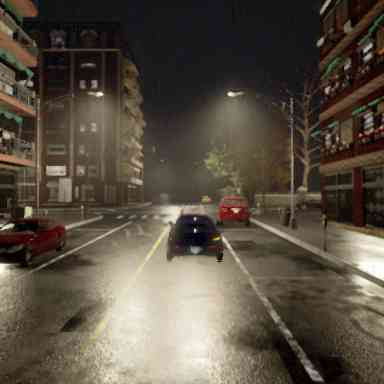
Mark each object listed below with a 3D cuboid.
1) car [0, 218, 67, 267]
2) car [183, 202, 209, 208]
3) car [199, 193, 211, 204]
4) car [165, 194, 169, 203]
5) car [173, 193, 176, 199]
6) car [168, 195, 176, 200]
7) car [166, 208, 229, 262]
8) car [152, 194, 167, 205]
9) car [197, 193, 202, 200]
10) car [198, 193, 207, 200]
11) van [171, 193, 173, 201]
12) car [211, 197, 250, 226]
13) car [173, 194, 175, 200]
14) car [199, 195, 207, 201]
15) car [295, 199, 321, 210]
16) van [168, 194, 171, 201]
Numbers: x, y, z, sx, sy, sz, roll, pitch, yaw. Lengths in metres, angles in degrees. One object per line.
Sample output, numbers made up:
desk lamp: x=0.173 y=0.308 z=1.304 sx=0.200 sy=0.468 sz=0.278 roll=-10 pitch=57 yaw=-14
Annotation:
car: x=-5.643 y=1.564 z=11.367 sx=1.802 sy=1.307 sz=4.206 roll=1 pitch=0 yaw=0
car: x=0.102 y=1.566 z=22.609 sx=1.895 sy=1.301 sz=4.718 roll=0 pitch=0 yaw=0
car: x=2.709 y=1.444 z=60.996 sx=1.752 sy=1.417 sz=4.829 roll=1 pitch=0 yaw=0
car: x=-5.671 y=1.501 z=60.832 sx=1.802 sy=1.307 sz=4.206 roll=1 pitch=0 yaw=0
car: x=-5.669 y=1.449 z=82.987 sx=2.008 sy=1.369 sz=4.403 roll=1 pitch=0 yaw=0
car: x=-5.668 y=1.441 z=94.064 sx=2.008 sy=1.369 sz=4.403 roll=1 pitch=0 yaw=0
car: x=0.101 y=1.506 z=11.988 sx=1.812 sy=1.442 sz=4.674 roll=0 pitch=0 yaw=0
car: x=-5.672 y=1.507 z=55.295 sx=1.802 sy=1.307 sz=4.206 roll=1 pitch=0 yaw=0
car: x=2.711 y=1.454 z=77.439 sx=2.008 sy=1.369 sz=4.403 roll=1 pitch=0 yaw=0
car: x=2.716 y=1.209 z=88.516 sx=2.192 sy=1.841 sz=5.009 roll=1 pitch=0 yaw=0
van: x=-5.666 y=1.249 z=71.909 sx=1.690 sy=1.788 sz=3.998 roll=1 pitch=0 yaw=0
car: x=2.710 y=1.280 z=22.795 sx=2.192 sy=1.841 sz=5.009 roll=1 pitch=0 yaw=0
car: x=-5.669 y=1.485 z=77.449 sx=1.802 sy=1.307 sz=4.206 roll=1 pitch=0 yaw=0
car: x=2.711 y=1.464 z=82.978 sx=1.947 sy=1.339 sz=4.313 roll=1 pitch=0 yaw=0
car: x=15.217 y=1.528 z=41.827 sx=4.313 sy=1.339 sz=1.947 roll=0 pitch=-1 yaw=1
van: x=-5.666 y=1.254 z=66.371 sx=1.690 sy=1.788 sz=3.998 roll=1 pitch=0 yaw=0
